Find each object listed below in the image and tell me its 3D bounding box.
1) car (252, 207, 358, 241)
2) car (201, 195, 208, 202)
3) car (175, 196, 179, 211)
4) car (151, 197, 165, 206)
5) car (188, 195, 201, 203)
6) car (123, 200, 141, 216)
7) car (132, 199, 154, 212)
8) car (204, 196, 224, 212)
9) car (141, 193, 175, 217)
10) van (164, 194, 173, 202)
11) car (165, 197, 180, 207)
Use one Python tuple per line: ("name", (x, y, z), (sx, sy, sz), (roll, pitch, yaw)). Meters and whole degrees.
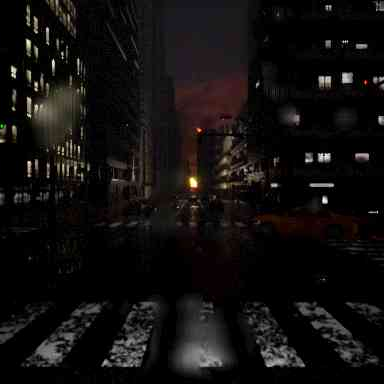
("car", (5.570, 1.482, 16.786), (5.008, 1.535, 1.882), (1, 1, 18))
("car", (2.813, 1.411, 72.550), (1.967, 1.590, 4.097), (-1, 0, 0))
("car", (-3.017, 1.204, 41.594), (2.150, 2.045, 5.566), (0, 0, 0))
("car", (-5.598, 1.522, 55.602), (1.887, 1.381, 4.507), (-1, 0, 0))
("car", (0.192, 1.477, 70.928), (2.128, 1.511, 4.902), (0, 0, 0))
("car", (-5.642, 1.511, 32.814), (1.752, 1.417, 4.829), (-1, 0, 0))
("car", (-5.631, 1.549, 38.638), (1.947, 1.339, 4.313), (-1, 0, 0))
("car", (2.749, 1.534, 38.623), (2.008, 1.369, 4.403), (-1, 0, 0))
("car", (-3.045, 1.208, 31.115), (2.150, 2.045, 5.566), (0, 0, 0))
("van", (-5.558, 1.311, 78.221), (1.690, 1.788, 3.998), (-1, 0, 0))
("car", (-2.990, 1.526, 52.138), (2.033, 1.411, 5.357), (0, 0, 0))
